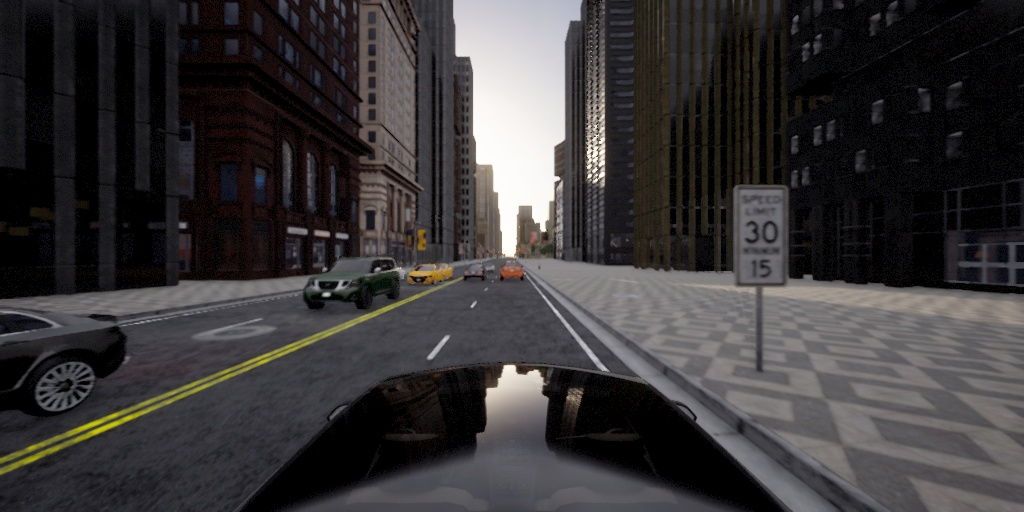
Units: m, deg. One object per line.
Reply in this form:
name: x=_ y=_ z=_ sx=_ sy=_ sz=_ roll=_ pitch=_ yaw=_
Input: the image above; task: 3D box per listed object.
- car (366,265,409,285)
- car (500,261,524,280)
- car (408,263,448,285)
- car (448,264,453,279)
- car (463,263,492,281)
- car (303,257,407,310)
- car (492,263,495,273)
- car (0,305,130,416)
car: x=-9.751 y=1.446 z=28.562 sx=1.812 sy=1.442 sz=4.674 roll=0 pitch=0 yaw=0
car: x=0.003 y=1.244 z=32.791 sx=2.097 sy=1.767 sz=4.553 roll=0 pitch=0 yaw=0
car: x=-6.506 y=1.378 z=27.422 sx=1.882 sy=1.535 sz=5.008 roll=0 pitch=0 yaw=-1
car: x=-6.554 y=1.381 z=32.417 sx=1.882 sy=1.535 sz=5.008 roll=0 pitch=0 yaw=0
car: x=-3.247 y=1.440 z=32.505 sx=2.033 sy=1.411 sz=5.357 roll=0 pitch=0 yaw=0
car: x=-6.588 y=1.039 z=15.548 sx=2.150 sy=2.045 sz=5.566 roll=0 pitch=0 yaw=1
car: x=-3.206 y=1.550 z=46.731 sx=1.895 sy=1.301 sz=4.718 roll=0 pitch=0 yaw=1
car: x=-6.594 y=1.250 z=3.196 sx=2.128 sy=1.511 sz=4.902 roll=0 pitch=0 yaw=0
